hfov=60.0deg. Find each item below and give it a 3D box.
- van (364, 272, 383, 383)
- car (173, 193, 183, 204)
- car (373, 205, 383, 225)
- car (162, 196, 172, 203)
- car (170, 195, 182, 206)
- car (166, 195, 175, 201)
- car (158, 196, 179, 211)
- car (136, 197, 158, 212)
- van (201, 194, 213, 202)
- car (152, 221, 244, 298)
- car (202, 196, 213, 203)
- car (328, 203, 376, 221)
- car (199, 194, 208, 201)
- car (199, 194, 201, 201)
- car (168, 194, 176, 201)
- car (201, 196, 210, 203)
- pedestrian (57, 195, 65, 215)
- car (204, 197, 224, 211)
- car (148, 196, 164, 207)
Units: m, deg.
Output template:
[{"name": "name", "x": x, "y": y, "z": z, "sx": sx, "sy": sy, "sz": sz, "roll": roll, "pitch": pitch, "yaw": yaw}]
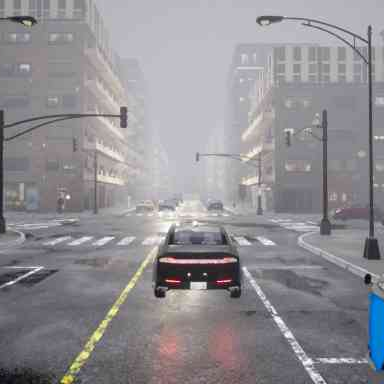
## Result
[{"name": "van", "x": 2.679, "y": 1.342, "z": 1.999, "sx": 1.690, "sy": 1.788, "sz": 3.998, "roll": 1, "pitch": 0, "yaw": 0}, {"name": "car", "x": -2.860, "y": 1.249, "z": 66.607, "sx": 2.150, "sy": 2.045, "sz": 5.566, "roll": 0, "pitch": 0, "yaw": 1}, {"name": "car", "x": 13.587, "y": 1.583, "z": 19.723, "sx": 4.313, "sy": 1.339, "sz": 1.947, "roll": 0, "pitch": -1, "yaw": 1}, {"name": "car", "x": -5.495, "y": 1.577, "z": 73.822, "sx": 1.887, "sy": 1.381, "sz": 4.507, "roll": 1, "pitch": 0, "yaw": 0}, {"name": "car", "x": -2.967, "y": 1.546, "z": 51.291, "sx": 1.812, "sy": 1.442, "sz": 4.674, "roll": 0, "pitch": 0, "yaw": 0}, {"name": "car", "x": -5.468, "y": 1.590, "z": 85.107, "sx": 2.008, "sy": 1.369, "sz": 4.403, "roll": 1, "pitch": 0, "yaw": 0}, {"name": "car", "x": -3.001, "y": 1.563, "z": 40.944, "sx": 2.033, "sy": 1.411, "sz": 5.357, "roll": 0, "pitch": 0, "yaw": 0}, {"name": "car", "x": -5.578, "y": 1.541, "z": 39.796, "sx": 1.752, "sy": 1.417, "sz": 4.829, "roll": 1, "pitch": 0, "yaw": 0}, {"name": "van", "x": 2.846, "y": 1.364, "z": 56.873, "sx": 1.690, "sy": 1.788, "sz": 3.998, "roll": 1, "pitch": 0, "yaw": 0}, {"name": "car", "x": 0.122, "y": 1.494, "z": 8.488, "sx": 2.128, "sy": 1.511, "sz": 4.902, "roll": 0, "pitch": 0, "yaw": 0}, {"name": "car", "x": 2.815, "y": 1.569, "z": 45.588, "sx": 2.008, "sy": 1.369, "sz": 4.403, "roll": 1, "pitch": 0, "yaw": 0}, {"name": "car", "x": 13.711, "y": 1.609, "z": 28.104, "sx": 4.097, "sy": 1.590, "sz": 1.967, "roll": 0, "pitch": -1, "yaw": 1}, {"name": "car", "x": 2.916, "y": 1.355, "z": 85.086, "sx": 2.192, "sy": 1.841, "sz": 5.009, "roll": 1, "pitch": 0, "yaw": 0}, {"name": "car", "x": 2.871, "y": 1.555, "z": 68.328, "sx": 1.752, "sy": 1.417, "sz": 4.829, "roll": 1, "pitch": 0, "yaw": 0}, {"name": "car", "x": -5.453, "y": 1.483, "z": 90.750, "sx": 1.967, "sy": 1.590, "sz": 4.097, "roll": 1, "pitch": 0, "yaw": 0}, {"name": "car", "x": 2.884, "y": 1.614, "z": 73.801, "sx": 1.802, "sy": 1.307, "sz": 4.206, "roll": 1, "pitch": 0, "yaw": 0}, {"name": "pedestrian", "x": -12.462, "y": 1.218, "z": 31.425, "sx": 0.375, "sy": 1.860, "sz": 0.375, "roll": 0, "pitch": -1, "yaw": 1}, {"name": "car", "x": 2.801, "y": 1.581, "z": 39.946, "sx": 1.947, "sy": 1.339, "sz": 4.313, "roll": 1, "pitch": 0, "yaw": 0}, {"name": "car", "x": -5.549, "y": 1.461, "z": 51.252, "sx": 1.967, "sy": 1.590, "sz": 4.097, "roll": 1, "pitch": 0, "yaw": 0}]
